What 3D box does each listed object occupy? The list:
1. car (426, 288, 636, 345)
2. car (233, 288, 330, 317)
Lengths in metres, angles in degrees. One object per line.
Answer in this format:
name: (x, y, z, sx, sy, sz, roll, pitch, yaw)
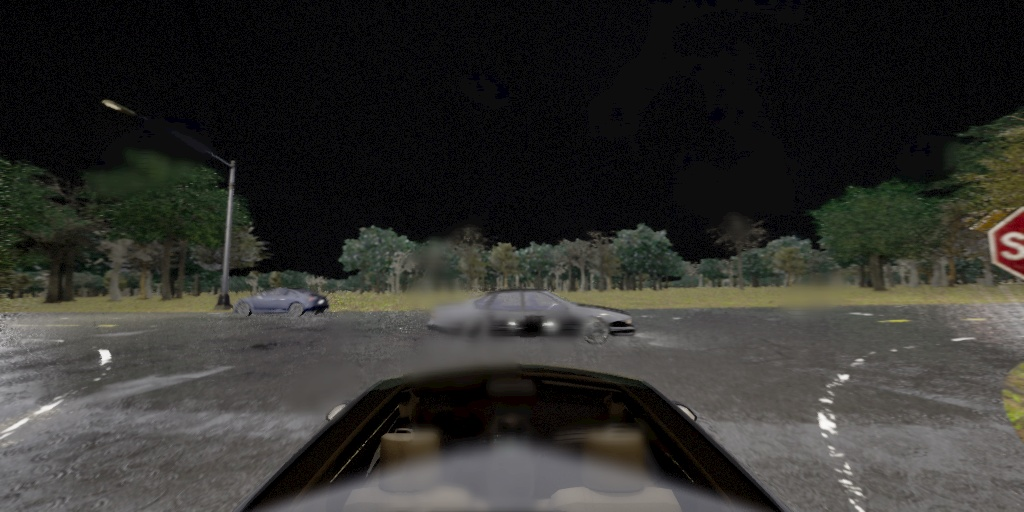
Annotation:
car: (0.464, 1.596, 9.833, 5.357, 1.411, 2.033, -1, -4, 4)
car: (-11.411, 2.272, 17.905, 4.181, 1.385, 1.994, -1, -5, 6)
